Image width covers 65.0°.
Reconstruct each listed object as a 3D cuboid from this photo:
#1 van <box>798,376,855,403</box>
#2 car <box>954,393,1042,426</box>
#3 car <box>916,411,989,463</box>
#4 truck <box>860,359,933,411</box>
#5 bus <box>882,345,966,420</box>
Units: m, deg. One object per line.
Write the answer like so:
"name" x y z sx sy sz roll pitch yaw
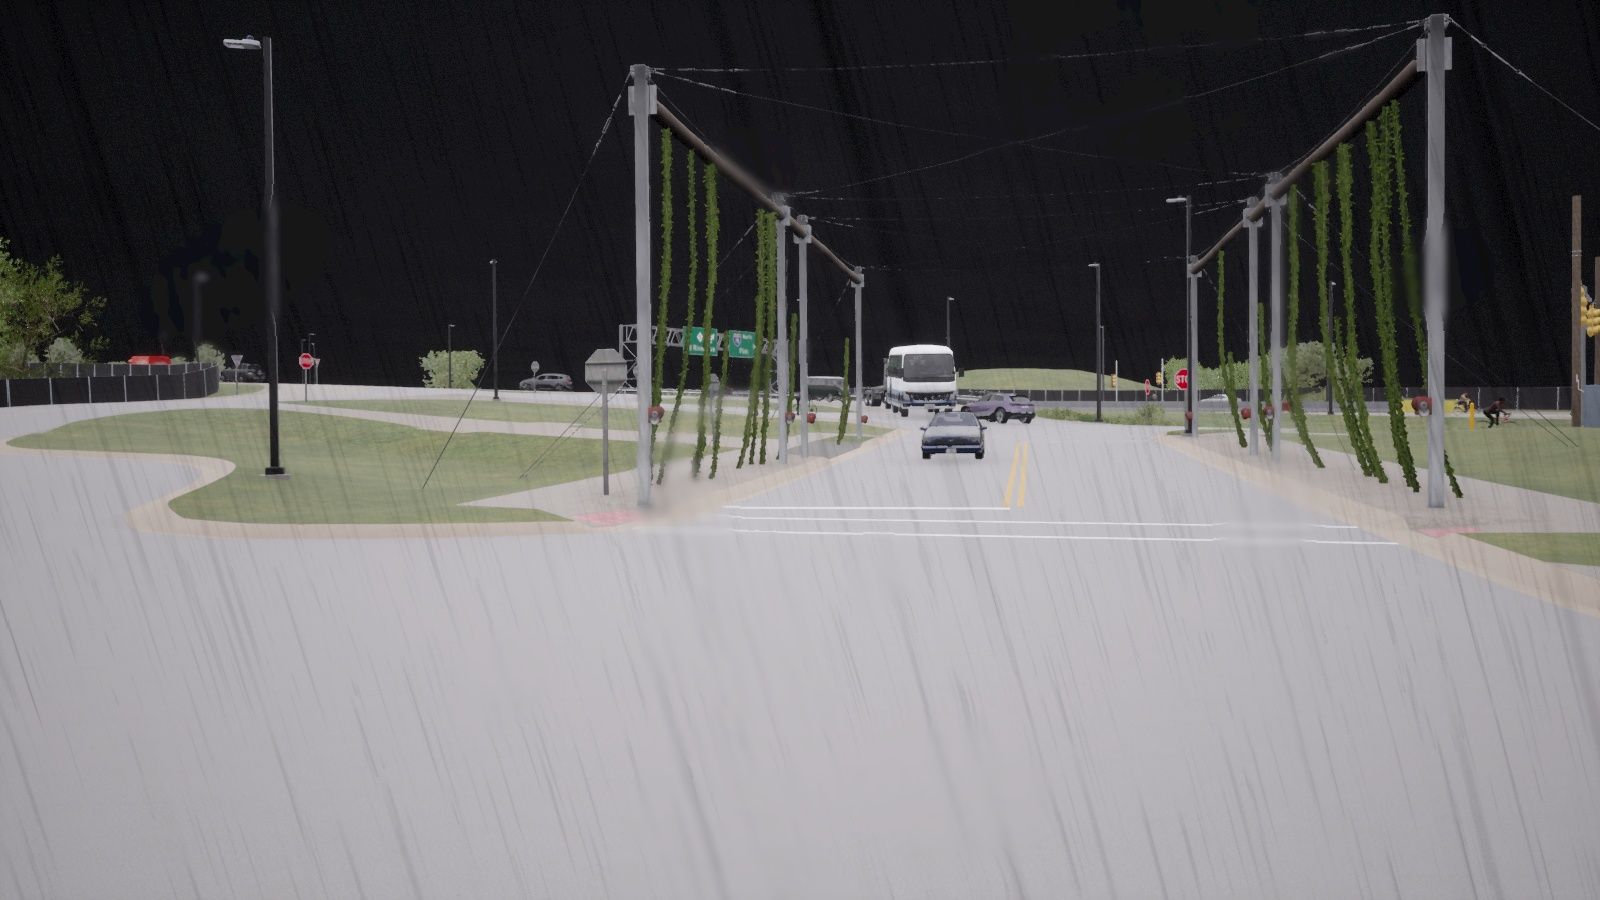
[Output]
"van" 2.040 -4.751 98.534 1.775 1.987 4.442 -2 6 -44
"car" 10.531 -2.178 67.111 2.033 1.649 4.856 0 3 -30
"car" 4.761 -0.453 38.714 2.033 1.411 5.357 0 3 9
"truck" 6.704 -4.676 88.364 2.891 3.462 7.936 -1 4 -13
"bus" 7.442 -4.248 77.097 3.944 4.253 10.273 0 4 -1
